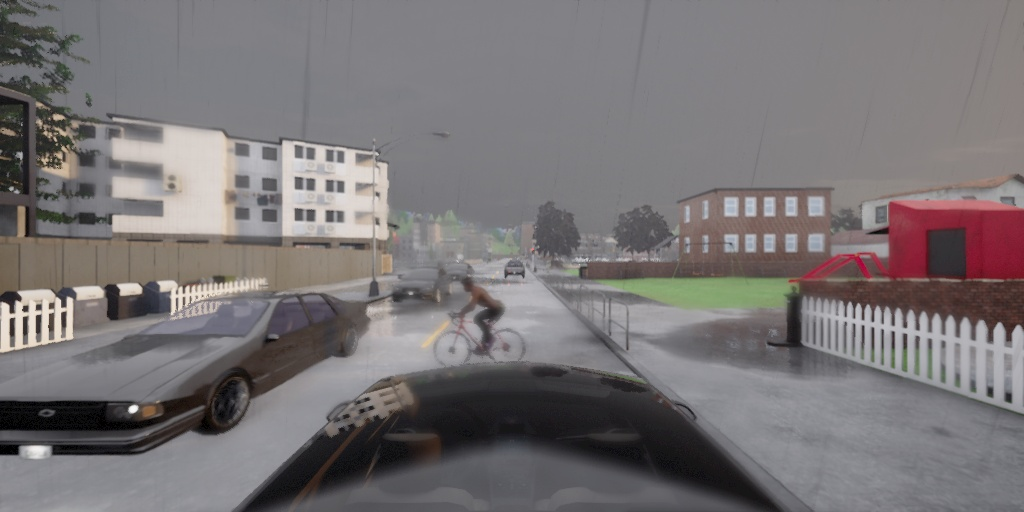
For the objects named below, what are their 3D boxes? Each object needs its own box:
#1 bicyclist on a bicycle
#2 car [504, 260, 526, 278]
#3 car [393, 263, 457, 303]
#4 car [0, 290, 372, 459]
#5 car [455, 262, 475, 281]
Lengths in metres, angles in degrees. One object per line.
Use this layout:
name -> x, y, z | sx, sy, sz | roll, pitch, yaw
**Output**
bicyclist on a bicycle -> -0.599, 1.196, 6.394 | 1.656, 1.620, 0.582 | -2, 0, 0
car -> 0.256, 1.229, 33.522 | 2.128, 1.511, 4.902 | 0, 0, 1
car -> -4.004, 1.250, 16.667 | 1.837, 1.490, 4.892 | 0, 0, 0
car -> -4.075, 1.296, 5.742 | 2.033, 1.411, 5.357 | 0, 0, 0
car -> -3.918, 1.245, 26.944 | 1.837, 1.490, 4.892 | 0, 0, 1
